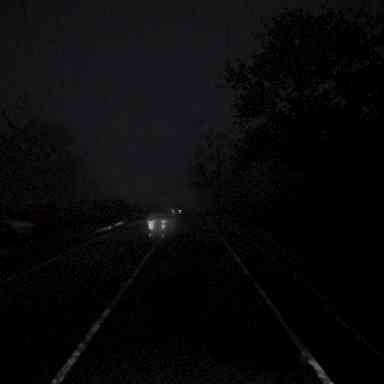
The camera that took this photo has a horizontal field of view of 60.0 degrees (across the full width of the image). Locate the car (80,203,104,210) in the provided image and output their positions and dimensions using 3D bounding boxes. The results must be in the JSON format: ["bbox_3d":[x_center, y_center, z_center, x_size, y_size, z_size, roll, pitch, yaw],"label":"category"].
[{"bbox_3d":[-23.470,3.422,78.122,5.008,1.535,2.097,0,-2,0],"label":"car"}]

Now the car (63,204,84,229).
[{"bbox_3d":[-10.355,1.802,22.585,5.008,1.535,2.097,0,-1,0],"label":"car"}]

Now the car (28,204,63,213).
[{"bbox_3d":[-23.447,2.622,53.204,4.674,1.452,2.002,0,-2,0],"label":"car"}]

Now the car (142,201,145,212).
[{"bbox_3d":[-10.338,2.452,53.097,4.553,1.767,2.185,0,-2,0],"label":"car"}]

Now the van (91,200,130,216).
[{"bbox_3d":[-10.245,1.978,42.002,4.442,1.987,1.878,0,-2,0],"label":"van"}]

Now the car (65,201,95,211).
[{"bbox_3d":[-23.432,2.891,69.826,5.566,2.045,2.435,0,-2,0],"label":"car"}]

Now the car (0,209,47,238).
[{"bbox_3d":[-10.349,1.745,17.033,4.674,1.452,2.002,0,-1,0],"label":"car"}]

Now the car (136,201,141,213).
[{"bbox_3d":[-10.360,2.391,47.544,5.008,1.535,2.097,0,-2,0],"label":"car"}]

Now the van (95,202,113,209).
[{"bbox_3d":[-23.589,3.603,89.072,4.442,1.987,1.878,0,-2,0],"label":"van"}]

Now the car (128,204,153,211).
[{"bbox_3d":[-10.349,3.075,66.965,4.792,1.488,2.163,0,-2,0],"label":"car"}]

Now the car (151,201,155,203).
[{"bbox_3d":[-10.191,2.949,64.191,5.366,1.575,1.946,0,-2,0],"label":"car"}]

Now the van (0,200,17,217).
[{"bbox_3d":[-23.324,1.886,39.236,4.442,1.987,1.878,0,-1,0],"label":"van"}]

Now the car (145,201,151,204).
[{"bbox_3d":[-10.186,2.668,55.868,5.366,1.575,1.946,0,-2,0],"label":"car"}]

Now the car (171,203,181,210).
[{"bbox_3d":[-3.392,3.237,75.004,1.837,1.490,4.892,0,-2,0],"label":"car"}]

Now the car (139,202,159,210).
[{"bbox_3d":[-10.418,3.389,80.841,4.553,1.767,2.185,0,-2,0],"label":"car"}]

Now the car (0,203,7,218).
[{"bbox_3d":[-23.444,2.050,36.612,5.008,1.535,2.097,0,-1,0],"label":"car"}]

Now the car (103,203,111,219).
[{"bbox_3d":[-10.358,1.989,30.912,4.674,1.452,2.002,0,-1,0],"label":"car"}]

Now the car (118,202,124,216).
[{"bbox_3d":[-10.388,2.077,36.470,4.792,1.488,2.163,0,-1,0],"label":"car"}]

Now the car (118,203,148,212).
[{"bbox_3d":[-10.367,2.766,58.642,4.892,1.521,2.231,0,-2,0],"label":"car"}]

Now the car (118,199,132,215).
[{"bbox_3d":[-10.389,1.859,39.228,5.566,2.045,2.435,0,-2,0],"label":"car"}]

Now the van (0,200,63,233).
[{"bbox_3d":[-10.464,1.528,19.813,4.442,1.987,1.878,0,-1,0],"label":"van"}]

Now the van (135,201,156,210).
[{"bbox_3d":[-10.500,3.100,75.297,4.442,1.987,1.878,0,-2,0],"label":"van"}]

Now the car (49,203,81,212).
[{"bbox_3d":[-23.449,2.862,61.510,5.008,1.535,2.097,0,-2,0],"label":"car"}]

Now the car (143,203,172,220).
[{"bbox_3d":[-3.386,2.114,33.749,1.994,1.385,4.181,0,-1,0],"label":"car"}]

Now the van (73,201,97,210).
[{"bbox_3d":[-23.345,3.010,72.593,4.442,1.987,1.878,0,-2,0],"label":"van"}]

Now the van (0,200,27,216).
[{"bbox_3d":[-23.558,1.984,42.138,4.442,1.987,1.878,0,-2,0],"label":"van"}]

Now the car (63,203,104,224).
[{"bbox_3d":[-10.323,1.930,28.135,4.792,1.488,2.163,0,-1,0],"label":"car"}]

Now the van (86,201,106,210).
[{"bbox_3d":[-23.359,3.293,80.915,4.442,1.987,1.878,0,-2,0],"label":"van"}]

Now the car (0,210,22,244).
[{"bbox_3d":[-10.374,1.686,14.258,4.792,1.488,2.163,0,-1,0],"label":"car"}]

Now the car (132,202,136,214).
[{"bbox_3d":[-10.367,2.337,44.768,4.674,1.452,2.002,0,-2,0],"label":"car"}]

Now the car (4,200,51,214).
[{"bbox_3d":[-23.417,2.140,47.551,5.566,2.045,2.435,0,-2,0],"label":"car"}]

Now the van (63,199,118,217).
[{"bbox_3d":[-10.240,1.772,33.693,4.442,1.987,1.878,0,-1,0],"label":"van"}]

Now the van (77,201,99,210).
[{"bbox_3d":[-23.580,3.103,75.362,4.442,1.987,1.878,0,-2,0],"label":"van"}]

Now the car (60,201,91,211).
[{"bbox_3d":[-23.430,2.798,67.057,5.566,2.045,2.435,0,-2,0],"label":"car"}]

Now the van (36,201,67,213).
[{"bbox_3d":[-23.567,2.446,55.856,4.442,1.987,1.878,0,-2,0],"label":"van"}]

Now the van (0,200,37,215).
[{"bbox_3d":[-23.560,2.073,44.781,4.442,1.987,1.878,0,-2,0],"label":"van"}]
